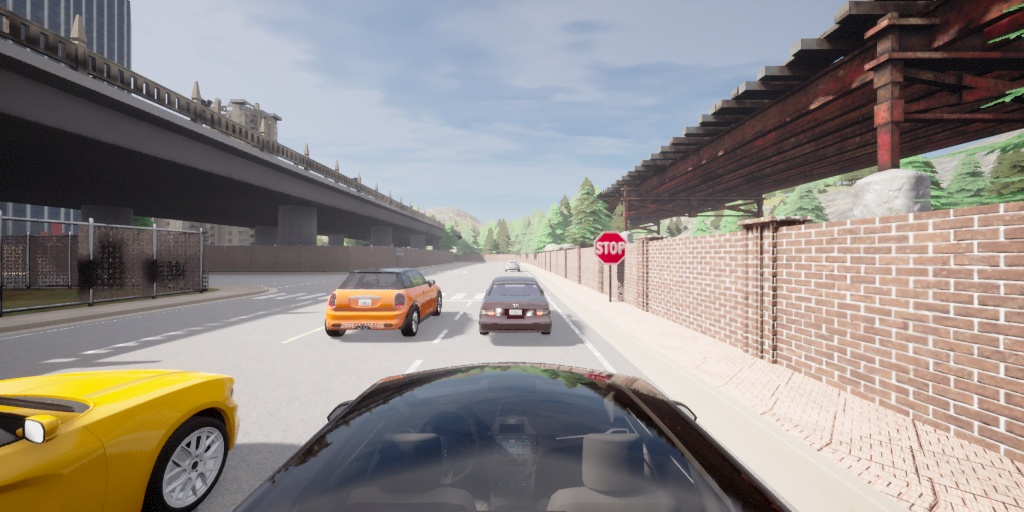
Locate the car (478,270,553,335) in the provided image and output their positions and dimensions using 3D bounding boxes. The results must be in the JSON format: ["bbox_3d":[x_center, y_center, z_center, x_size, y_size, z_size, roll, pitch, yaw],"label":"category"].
[{"bbox_3d":[0.078,1.297,10.485,2.033,1.411,5.357,0,0,0],"label":"car"}]

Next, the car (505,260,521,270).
[{"bbox_3d":[0.067,1.276,46.348,1.812,1.442,4.674,0,0,-1],"label":"car"}]

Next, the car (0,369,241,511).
[{"bbox_3d":[-3.398,1.228,1.205,1.882,1.535,5.008,0,0,0],"label":"car"}]

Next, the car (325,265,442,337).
[{"bbox_3d":[-3.423,1.102,10.463,2.097,1.767,4.553,0,0,0],"label":"car"}]
